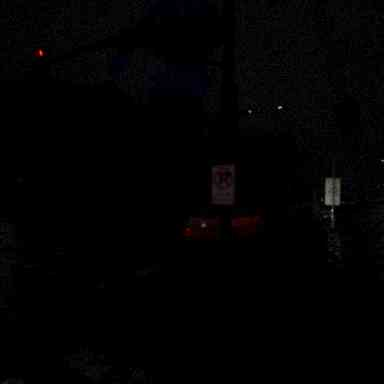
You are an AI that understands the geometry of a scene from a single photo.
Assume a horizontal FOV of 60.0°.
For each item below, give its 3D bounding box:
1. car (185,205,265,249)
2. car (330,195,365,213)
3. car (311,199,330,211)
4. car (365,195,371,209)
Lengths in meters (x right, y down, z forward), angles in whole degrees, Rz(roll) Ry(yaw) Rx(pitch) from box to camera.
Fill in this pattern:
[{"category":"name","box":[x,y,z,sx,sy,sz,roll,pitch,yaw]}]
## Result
[{"category":"car","box":[1.670,1.365,15.213,2.097,1.767,4.553,1,1,35]},{"category":"car","box":[18.653,1.337,39.748,2.150,2.045,5.566,1,0,35]},{"category":"car","box":[16.646,1.617,41.839,2.033,1.411,5.357,1,0,35]},{"category":"car","box":[24.542,1.412,48.354,2.150,2.045,5.566,1,0,35]}]
